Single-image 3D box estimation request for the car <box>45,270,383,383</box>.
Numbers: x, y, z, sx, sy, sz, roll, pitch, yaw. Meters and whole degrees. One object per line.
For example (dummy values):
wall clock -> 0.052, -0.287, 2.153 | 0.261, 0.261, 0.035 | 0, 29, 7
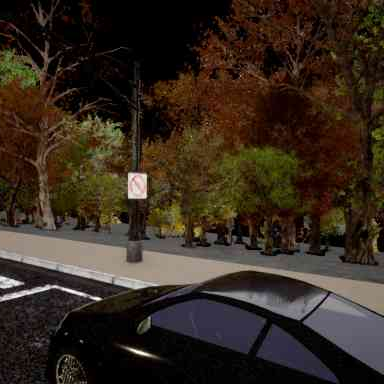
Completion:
car -> 0.374, 1.564, 3.420 | 4.181, 1.385, 1.994 | 0, 0, 36
